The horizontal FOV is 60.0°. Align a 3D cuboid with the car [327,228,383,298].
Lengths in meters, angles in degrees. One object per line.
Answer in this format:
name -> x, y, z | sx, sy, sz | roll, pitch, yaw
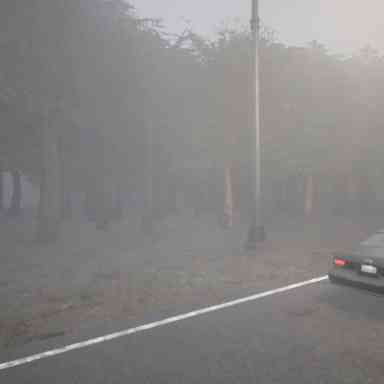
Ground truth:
car -> 5.331, 1.443, 7.596 | 5.357, 1.411, 2.033 | -1, 1, -35
